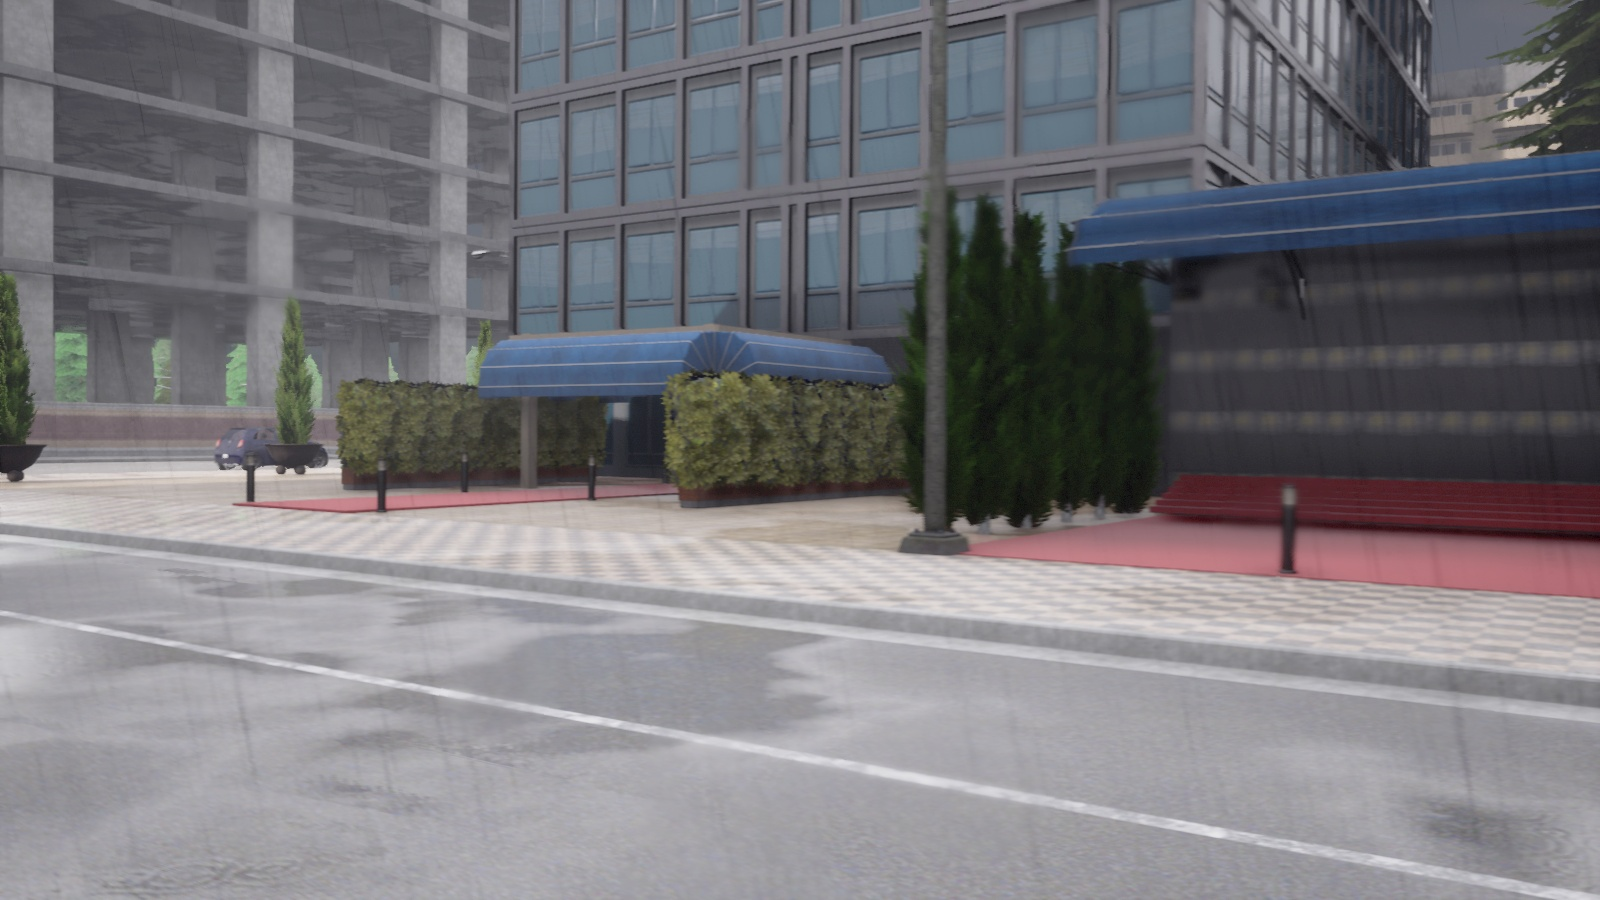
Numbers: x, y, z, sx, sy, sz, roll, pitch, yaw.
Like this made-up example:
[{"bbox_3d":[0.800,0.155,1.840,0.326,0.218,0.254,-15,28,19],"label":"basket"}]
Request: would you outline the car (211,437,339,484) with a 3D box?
[{"bbox_3d":[-17.994,0.319,43.144,1.845,1.501,3.633,0,1,34],"label":"car"}]
